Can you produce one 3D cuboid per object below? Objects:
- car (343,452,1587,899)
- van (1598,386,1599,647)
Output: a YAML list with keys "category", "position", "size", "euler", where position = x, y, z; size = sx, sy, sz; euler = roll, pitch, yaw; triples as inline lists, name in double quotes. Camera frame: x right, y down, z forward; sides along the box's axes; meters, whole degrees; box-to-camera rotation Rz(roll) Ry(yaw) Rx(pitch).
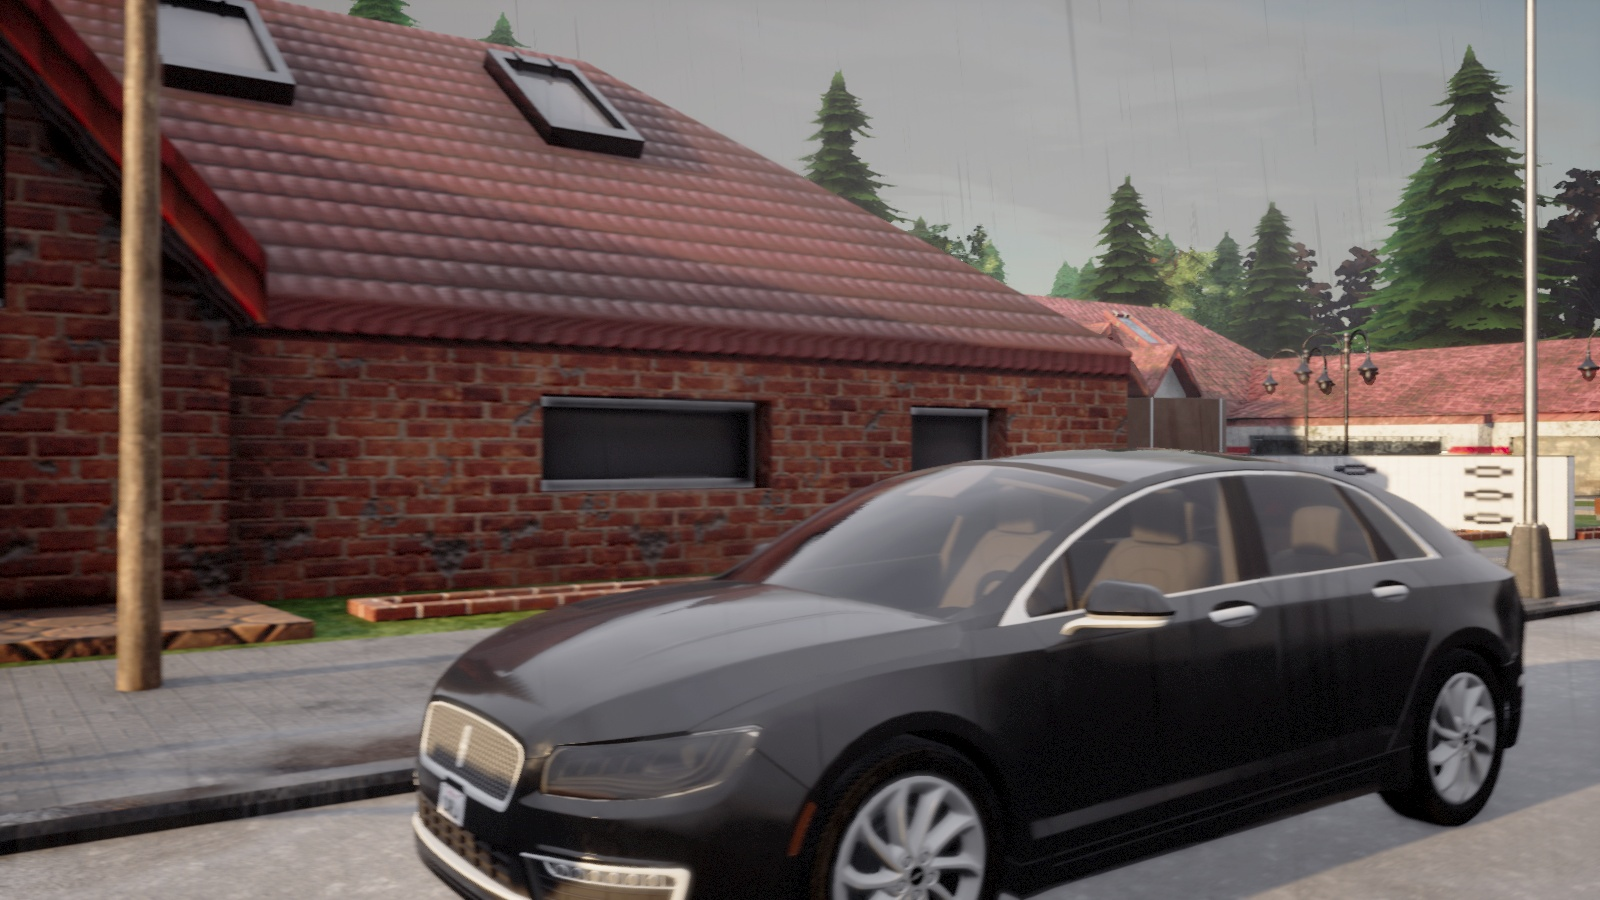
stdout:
- category: "car"
  position: [0.969, 0.760, 4.943]
  size: [4.892, 1.490, 1.837]
  euler: [0, 0, -35]
- category: "van"
  position: [8.436, 0.505, 10.141]
  size: [4.442, 1.987, 1.775]
  euler: [0, 0, -35]
